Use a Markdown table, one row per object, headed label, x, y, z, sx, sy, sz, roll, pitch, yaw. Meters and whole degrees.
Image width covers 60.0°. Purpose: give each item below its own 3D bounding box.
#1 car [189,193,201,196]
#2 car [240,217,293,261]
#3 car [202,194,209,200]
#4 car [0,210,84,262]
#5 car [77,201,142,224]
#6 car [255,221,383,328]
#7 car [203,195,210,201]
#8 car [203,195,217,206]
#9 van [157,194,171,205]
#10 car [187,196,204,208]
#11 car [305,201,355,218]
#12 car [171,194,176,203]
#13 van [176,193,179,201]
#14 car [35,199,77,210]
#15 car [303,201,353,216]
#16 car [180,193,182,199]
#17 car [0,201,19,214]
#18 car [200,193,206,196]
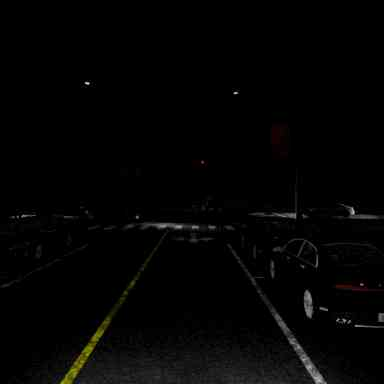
| label | x | y | z | sx | sy | sz | roll | pitch | yaw |
| --- | --- | --- | --- | --- | --- | --- | --- | --- | --- |
| car | 0.767 | 1.581 | 75.098 | 1.994 | 1.385 | 4.181 | 0 | 0 | 1 |
| car | 2.823 | 1.552 | 11.906 | 2.008 | 1.369 | 4.403 | 0 | 0 | 0 |
| car | 3.779 | 1.479 | 92.675 | 1.967 | 1.590 | 4.097 | 0 | 0 | 1 |
| car | -5.702 | 1.552 | 11.953 | 2.008 | 1.369 | 4.403 | 0 | 0 | 0 |
| car | -5.910 | 1.458 | 24.907 | 4.902 | 1.511 | 2.128 | 2 | 0 | 33 |
| car | 2.798 | 1.551 | 6.913 | 2.008 | 1.369 | 4.403 | 0 | 0 | 0 |
| car | 3.703 | 1.560 | 87.333 | 1.752 | 1.417 | 4.829 | 0 | 0 | 1 |
| car | 3.230 | 1.567 | 54.087 | 2.008 | 1.369 | 4.403 | 0 | 0 | 1 |
| van | -5.215 | 1.360 | 59.719 | 1.690 | 1.788 | 3.998 | 0 | 0 | 1 |
| car | 0.346 | 1.612 | 47.410 | 1.895 | 1.301 | 4.718 | 0 | 0 | 3 |
| car | 14.068 | 1.817 | 33.954 | 4.674 | 1.442 | 1.812 | 1 | 0 | 1 |
| car | -5.059 | 1.591 | 70.742 | 1.947 | 1.339 | 4.313 | 0 | 0 | 1 |
| van | -4.902 | 1.373 | 81.767 | 1.690 | 1.788 | 3.998 | 0 | 0 | 1 |
| car | -11.971 | 1.339 | 30.744 | 4.674 | 1.442 | 1.812 | 1 | 0 | 0 |
| car | 15.147 | 1.822 | 37.215 | 4.892 | 1.490 | 1.837 | 1 | 0 | 0 |
| car | -4.745 | 1.354 | 92.791 | 2.192 | 1.841 | 5.009 | 0 | 0 | 1 |
| car | -16.531 | 1.291 | 27.533 | 4.181 | 1.385 | 1.994 | 1 | 0 | 1 |
| car | 3.466 | 1.340 | 70.624 | 2.192 | 1.841 | 5.009 | 0 | 0 | 1 |
